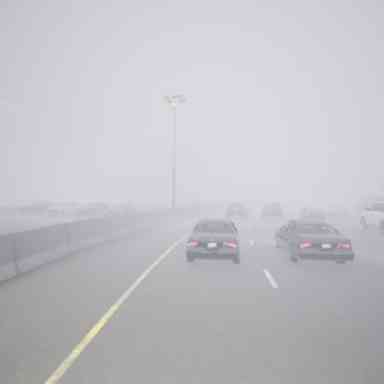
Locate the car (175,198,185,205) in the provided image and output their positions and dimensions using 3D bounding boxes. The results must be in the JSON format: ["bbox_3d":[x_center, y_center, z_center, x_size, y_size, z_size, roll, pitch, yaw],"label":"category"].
[{"bbox_3d":[-2.341,2.155,75.870,2.097,1.767,4.553,0,-1,27],"label":"car"}]

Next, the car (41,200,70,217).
[{"bbox_3d":[-13.253,1.721,35.189,1.882,1.535,5.008,0,-1,13],"label":"car"}]

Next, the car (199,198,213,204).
[{"bbox_3d":[4.024,2.204,72.951,2.097,1.767,4.553,0,-1,27],"label":"car"}]

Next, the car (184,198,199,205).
[{"bbox_3d":[0.733,2.321,74.196,1.837,1.490,4.892,0,-1,27],"label":"car"}]

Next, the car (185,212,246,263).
[{"bbox_3d":[0.876,1.700,12.681,2.033,1.411,5.357,1,-1,6],"label":"car"}]

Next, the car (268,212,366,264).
[{"bbox_3d":[4.394,1.740,12.723,2.033,1.411,5.357,1,-1,6],"label":"car"}]

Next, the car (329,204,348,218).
[{"bbox_3d":[16.596,2.138,38.144,1.812,1.442,4.674,0,-1,17],"label":"car"}]

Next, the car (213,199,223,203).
[{"bbox_3d":[6.910,2.404,70.904,2.033,1.411,5.357,0,-1,27],"label":"car"}]

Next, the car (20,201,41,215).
[{"bbox_3d":[-16.534,1.699,36.502,1.882,1.535,5.008,0,-1,13],"label":"car"}]

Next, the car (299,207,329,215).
[{"bbox_3d":[11.001,2.069,30.764,1.895,1.301,4.718,0,-1,13],"label":"car"}]

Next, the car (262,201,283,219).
[{"bbox_3d":[8.406,1.833,34.694,2.097,1.767,4.553,1,-1,14],"label":"car"}]

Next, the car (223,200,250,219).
[{"bbox_3d":[4.876,1.797,35.023,2.097,1.767,4.553,1,-1,14],"label":"car"}]

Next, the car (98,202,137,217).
[{"bbox_3d":[-6.811,1.806,31.993,1.812,1.442,4.674,0,-1,13],"label":"car"}]

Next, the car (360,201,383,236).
[{"bbox_3d":[12.566,1.600,21.034,2.150,2.045,5.566,0,0,10],"label":"car"}]

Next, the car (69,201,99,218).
[{"bbox_3d":[-9.957,1.744,33.909,1.882,1.535,5.008,0,-1,13],"label":"car"}]
